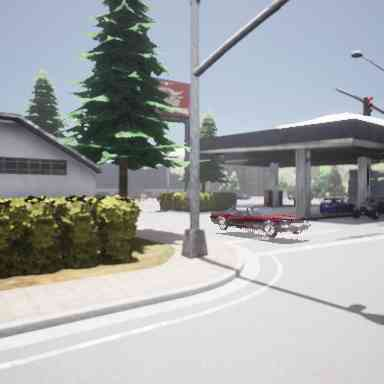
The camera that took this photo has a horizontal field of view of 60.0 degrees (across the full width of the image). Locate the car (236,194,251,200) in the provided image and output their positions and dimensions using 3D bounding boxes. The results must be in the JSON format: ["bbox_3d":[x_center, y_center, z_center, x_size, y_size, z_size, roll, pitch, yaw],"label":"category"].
[{"bbox_3d":[12.768,1.321,84.154,1.845,1.501,3.633,0,0,-36],"label":"car"}]

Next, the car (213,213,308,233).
[{"bbox_3d":[2.936,1.219,15.103,1.895,1.301,4.718,0,0,-36],"label":"car"}]

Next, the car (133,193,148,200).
[{"bbox_3d":[-13.512,1.156,87.510,2.152,1.636,5.027,0,0,-36],"label":"car"}]

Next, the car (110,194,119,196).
[{"bbox_3d":[-17.348,1.300,75.625,2.007,1.523,4.514,0,0,-36],"label":"car"}]

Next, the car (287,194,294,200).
[{"bbox_3d":[26.863,1.331,84.891,2.152,1.636,5.027,0,0,-36],"label":"car"}]

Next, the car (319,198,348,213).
[{"bbox_3d":[15.611,1.481,35.439,4.611,1.667,2.242,0,0,-36],"label":"car"}]

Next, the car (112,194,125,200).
[{"bbox_3d":[-18.518,1.234,83.482,1.970,1.475,3.806,0,0,-36],"label":"car"}]

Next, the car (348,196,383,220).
[{"bbox_3d":[15.420,1.313,28.310,3.866,1.878,1.905,0,0,-36],"label":"car"}]

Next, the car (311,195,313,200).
[{"bbox_3d":[29.372,1.341,86.774,2.007,1.523,4.514,0,0,-36],"label":"car"}]

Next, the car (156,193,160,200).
[{"bbox_3d":[-5.853,1.099,71.592,1.932,1.855,4.605,0,0,-36],"label":"car"}]
